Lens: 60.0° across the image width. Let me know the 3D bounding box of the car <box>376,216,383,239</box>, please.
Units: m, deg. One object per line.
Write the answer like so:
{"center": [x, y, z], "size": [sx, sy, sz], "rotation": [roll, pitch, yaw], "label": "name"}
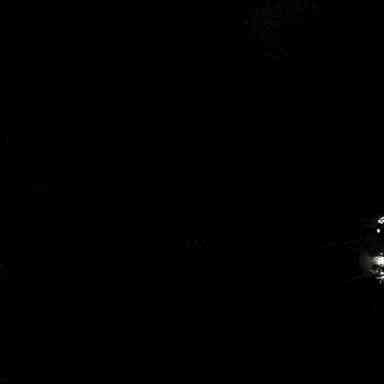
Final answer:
{"center": [10.293, 1.226, 15.018], "size": [4.553, 1.767, 2.097], "rotation": [-1, 1, -35], "label": "car"}
